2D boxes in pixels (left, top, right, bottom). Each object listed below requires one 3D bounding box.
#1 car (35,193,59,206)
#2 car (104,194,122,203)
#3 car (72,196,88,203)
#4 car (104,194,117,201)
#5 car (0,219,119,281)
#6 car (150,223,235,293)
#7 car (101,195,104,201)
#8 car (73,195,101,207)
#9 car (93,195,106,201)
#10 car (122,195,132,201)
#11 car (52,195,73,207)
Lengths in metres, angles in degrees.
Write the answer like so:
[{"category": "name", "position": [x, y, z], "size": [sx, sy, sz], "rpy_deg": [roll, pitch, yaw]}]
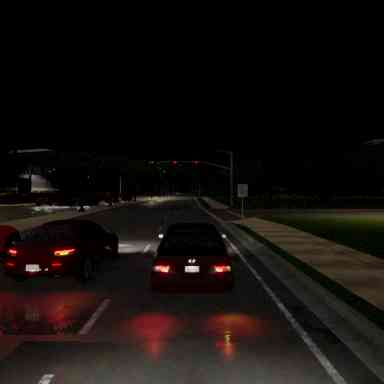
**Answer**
[{"category": "car", "position": [-23.344, 1.219, 54.085], "size": [2.150, 2.045, 5.566], "rpy_deg": [0, 0, 0]}, {"category": "car", "position": [-16.271, 1.478, 67.552], "size": [1.882, 1.535, 5.008], "rpy_deg": [0, 0, 0]}, {"category": "car", "position": [-23.270, 1.524, 69.358], "size": [1.812, 1.442, 4.674], "rpy_deg": [0, 0, 0]}, {"category": "car", "position": [-19.767, 1.355, 81.122], "size": [2.097, 1.767, 4.553], "rpy_deg": [0, 0, 0]}, {"category": "car", "position": [-3.496, 1.526, 9.702], "size": [1.812, 1.442, 4.674], "rpy_deg": [0, 0, 1]}, {"category": "car", "position": [0.007, 1.547, 8.991], "size": [2.033, 1.411, 5.357], "rpy_deg": [0, 0, 0]}, {"category": "car", "position": [-19.771, 1.553, 66.518], "size": [1.994, 1.385, 4.181], "rpy_deg": [0, 0, 0]}, {"category": "car", "position": [-16.327, 1.547, 52.134], "size": [2.033, 1.411, 5.357], "rpy_deg": [0, 0, 0]}, {"category": "car", "position": [-23.267, 1.498, 83.897], "size": [1.837, 1.490, 4.892], "rpy_deg": [0, 0, 0]}, {"category": "car", "position": [-16.267, 1.540, 82.955], "size": [2.033, 1.411, 5.357], "rpy_deg": [0, 0, 0]}, {"category": "car", "position": [-19.878, 1.601, 52.871], "size": [1.895, 1.301, 4.718], "rpy_deg": [0, 0, 1]}]
